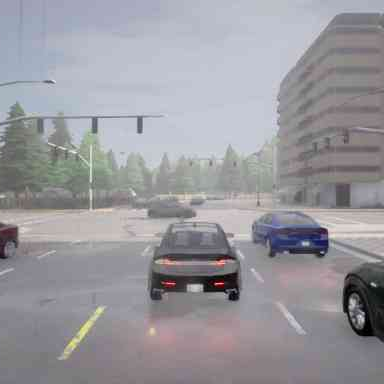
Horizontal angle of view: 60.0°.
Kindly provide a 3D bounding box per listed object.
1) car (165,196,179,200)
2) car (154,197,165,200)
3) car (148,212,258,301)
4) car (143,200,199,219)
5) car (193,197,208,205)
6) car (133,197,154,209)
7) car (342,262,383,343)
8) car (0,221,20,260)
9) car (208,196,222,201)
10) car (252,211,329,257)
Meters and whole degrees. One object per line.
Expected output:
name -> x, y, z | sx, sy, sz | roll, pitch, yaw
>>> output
car -> -4.211, 1.505, 66.276 | 1.837, 1.490, 4.892 | 0, 0, 20
car -> -6.356, 1.525, 56.307 | 1.812, 1.442, 4.674 | 0, 0, 8
car -> 0.068, 1.492, 8.325 | 2.128, 1.511, 4.902 | 0, 0, 0
car -> -1.720, 1.587, 28.238 | 4.181, 1.385, 1.994 | 0, 0, 0
car -> 1.107, 1.564, 58.576 | 1.994, 1.385, 4.181 | 0, 0, 10
car -> -6.975, 1.526, 46.403 | 1.812, 1.442, 4.674 | 0, 0, 2
car -> 3.601, 1.352, 3.818 | 2.097, 1.767, 4.553 | 0, 0, 0
car -> -7.010, 1.477, 9.642 | 1.882, 1.535, 5.008 | 0, 0, 1
car -> 5.231, 1.593, 81.731 | 1.895, 1.301, 4.718 | 0, 0, 42
car -> 3.588, 1.478, 12.970 | 1.882, 1.535, 5.008 | 0, 0, 0
